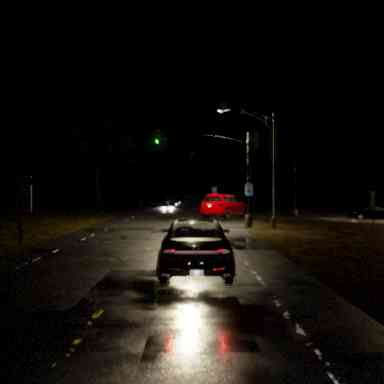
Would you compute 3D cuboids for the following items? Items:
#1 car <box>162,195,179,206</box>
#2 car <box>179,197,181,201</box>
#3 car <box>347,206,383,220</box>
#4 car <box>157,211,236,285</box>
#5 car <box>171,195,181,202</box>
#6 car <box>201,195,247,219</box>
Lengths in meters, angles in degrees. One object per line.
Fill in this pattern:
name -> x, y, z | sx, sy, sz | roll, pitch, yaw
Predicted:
car -> -3.589, 1.400, 51.961 | 2.128, 1.511, 4.902 | 0, 0, 0
car -> -3.567, 1.442, 62.764 | 1.994, 1.385, 4.181 | 0, 0, 1
car -> 19.224, 2.238, 35.594 | 5.008, 1.535, 1.882 | 2, -1, 0
car -> 0.097, 1.520, 9.576 | 2.128, 1.511, 4.902 | 0, 0, 0
car -> -3.527, 1.409, 74.544 | 1.994, 1.385, 4.181 | 0, 0, 0
car -> 2.907, 1.256, 28.371 | 2.150, 2.045, 5.566 | -1, -2, 34
